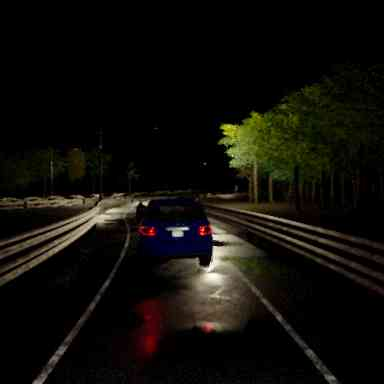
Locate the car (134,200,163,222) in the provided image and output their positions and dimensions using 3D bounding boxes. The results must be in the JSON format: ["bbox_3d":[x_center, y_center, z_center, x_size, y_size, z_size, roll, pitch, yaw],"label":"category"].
[{"bbox_3d":[-3.793,1.523,28.255,2.128,1.511,4.902,0,0,-12],"label":"car"}]

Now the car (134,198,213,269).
[{"bbox_3d":[-0.708,1.239,11.532,2.150,2.045,5.566,0,-1,-7],"label":"car"}]
